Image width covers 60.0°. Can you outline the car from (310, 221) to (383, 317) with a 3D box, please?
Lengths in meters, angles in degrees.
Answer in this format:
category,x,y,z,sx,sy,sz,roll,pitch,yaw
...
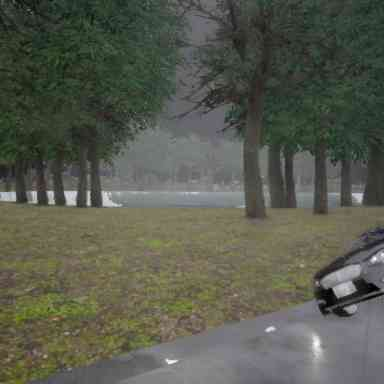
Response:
category,x,y,z,sx,sy,sz,roll,pitch,yaw
car,4.210,1.252,6.603,4.902,1.511,2.128,0,-31,-36
